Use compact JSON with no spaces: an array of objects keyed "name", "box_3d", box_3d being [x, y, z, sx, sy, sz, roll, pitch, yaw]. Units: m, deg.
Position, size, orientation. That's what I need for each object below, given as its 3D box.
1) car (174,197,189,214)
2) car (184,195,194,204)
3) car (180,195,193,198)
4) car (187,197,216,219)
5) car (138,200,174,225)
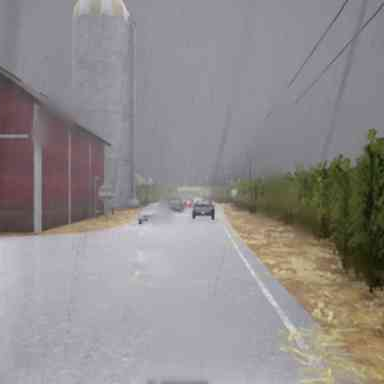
[{"name":"car","box_3d":[-1.892,1.551,36.334,2.033,1.411,5.357,0,0,4]},{"name":"car","box_3d":[-0.525,1.424,62.479,1.837,1.490,4.892,0,0,-1]},{"name":"car","box_3d":[-1.124,1.356,47.031,2.097,1.767,4.553,0,0,4]},{"name":"car","box_3d":[1.050,1.494,29.338,2.128,1.511,4.902,0,0,4]},{"name":"car","box_3d":[-2.640,1.528,24.130,1.812,1.442,4.674,0,0,3]}]
